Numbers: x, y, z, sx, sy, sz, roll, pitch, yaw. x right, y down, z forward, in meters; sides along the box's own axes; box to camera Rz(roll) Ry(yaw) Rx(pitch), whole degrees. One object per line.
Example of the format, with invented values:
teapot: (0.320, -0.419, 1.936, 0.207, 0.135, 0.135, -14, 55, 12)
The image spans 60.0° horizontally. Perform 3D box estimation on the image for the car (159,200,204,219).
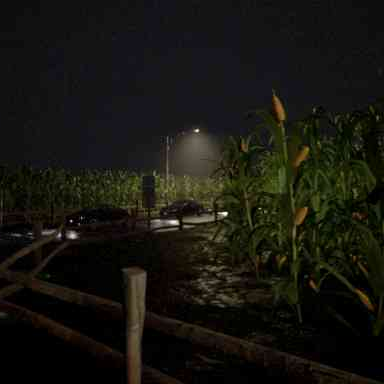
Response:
car: (-0.719, 1.372, 27.557, 1.812, 1.442, 4.674, 0, 1, 35)

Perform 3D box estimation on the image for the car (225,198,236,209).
car: (5.079, 1.347, 35.660, 1.994, 1.385, 4.181, 0, 1, 36)

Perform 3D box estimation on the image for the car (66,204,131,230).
car: (-5.732, 1.466, 20.549, 1.994, 1.385, 4.181, 0, 1, 35)
